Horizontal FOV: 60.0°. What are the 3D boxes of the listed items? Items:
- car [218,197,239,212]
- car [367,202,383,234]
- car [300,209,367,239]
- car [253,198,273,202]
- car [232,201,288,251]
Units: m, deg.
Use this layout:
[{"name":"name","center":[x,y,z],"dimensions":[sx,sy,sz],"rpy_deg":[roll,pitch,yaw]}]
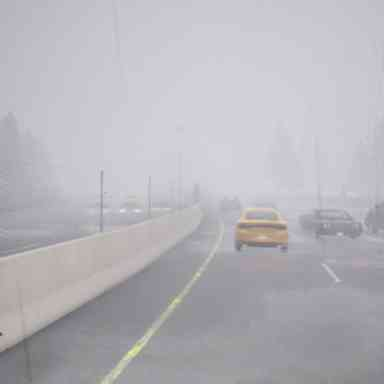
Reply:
[{"name":"car","center":[3.849,1.227,34.230],"dimensions":[2.128,1.511,4.902],"rpy_deg":[1,0,-2]},{"name":"car","center":[10.124,1.178,15.499],"dimensions":[2.150,2.045,5.566],"rpy_deg":[1,0,7]},{"name":"car","center":[6.749,1.516,16.725],"dimensions":[1.895,1.301,4.718],"rpy_deg":[1,1,7]},{"name":"car","center":[7.333,1.293,34.328],"dimensions":[1.812,1.442,4.674],"rpy_deg":[1,0,-2]},{"name":"car","center":[2.800,1.382,13.801],"dimensions":[1.882,1.535,5.008],"rpy_deg":[1,1,9]}]
